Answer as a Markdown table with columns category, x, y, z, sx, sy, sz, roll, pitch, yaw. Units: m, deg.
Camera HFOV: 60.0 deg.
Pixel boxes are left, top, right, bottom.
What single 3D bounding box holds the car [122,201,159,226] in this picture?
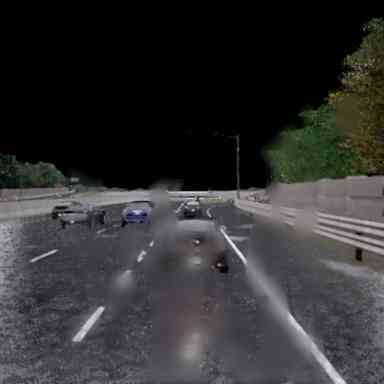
| category | x | y | z | sx | sy | sz | roll | pitch | yaw |
| --- | --- | --- | --- | --- | --- | --- | --- | --- | --- |
| car | -3.511 | 1.380 | 23.478 | 2.097 | 1.767 | 4.553 | 0 | 0 | 0 |

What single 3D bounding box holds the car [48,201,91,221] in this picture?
| category | x | y | z | sx | sy | sz | roll | pitch | yaw |
| --- | --- | --- | --- | --- | --- | --- | --- | --- | --- |
| car | -10.413 | 1.540 | 28.678 | 1.837 | 1.490 | 4.892 | 0 | 0 | 0 |

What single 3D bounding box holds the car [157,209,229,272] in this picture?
| category | x | y | z | sx | sy | sz | roll | pitch | yaw |
| --- | --- | --- | --- | --- | --- | --- | --- | --- | --- |
| car | 0.095 | 1.517 | 10.845 | 1.837 | 1.490 | 4.892 | 0 | 0 | 0 |

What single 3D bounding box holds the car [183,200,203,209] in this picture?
| category | x | y | z | sx | sy | sz | roll | pitch | yaw |
| --- | --- | --- | --- | --- | --- | --- | --- | --- | --- |
| car | 0.129 | 1.567 | 34.400 | 1.812 | 1.442 | 4.674 | 0 | 0 | 1 |

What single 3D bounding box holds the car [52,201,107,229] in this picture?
| category | x | y | z | sx | sy | sz | roll | pitch | yaw |
| --- | --- | --- | --- | --- | --- | --- | --- | --- | --- |
| car | -6.910 | 1.517 | 21.622 | 2.128 | 1.511 | 4.902 | 0 | 0 | 0 |
